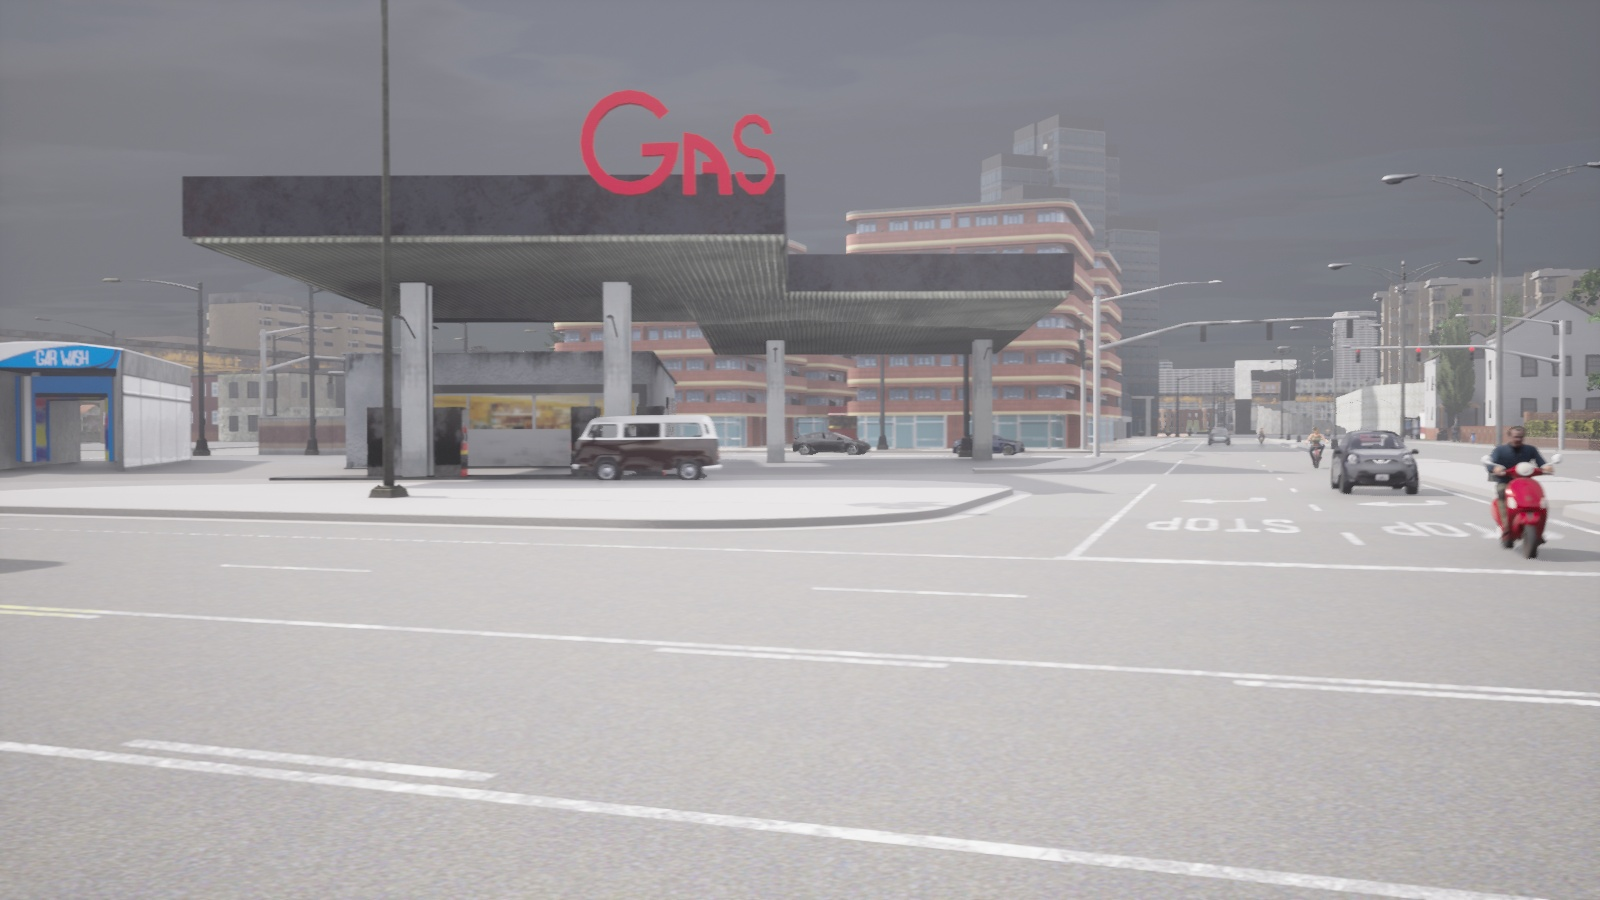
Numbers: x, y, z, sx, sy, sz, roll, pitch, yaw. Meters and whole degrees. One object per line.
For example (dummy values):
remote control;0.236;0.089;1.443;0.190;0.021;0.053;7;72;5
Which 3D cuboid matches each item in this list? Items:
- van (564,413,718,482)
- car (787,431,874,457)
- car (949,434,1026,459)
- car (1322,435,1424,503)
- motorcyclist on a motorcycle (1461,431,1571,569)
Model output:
van;-4.780;-0.082;38.282;4.480;2.038;2.069;0;1;-3
car;1.853;-0.382;75.836;4.792;1.488;2.163;1;1;17
car;10.894;-0.237;72.945;4.181;1.385;1.994;0;1;16
car;13.771;0.406;30.345;1.845;1.501;3.633;1;1;18
motorcyclist on a motorcycle;8.774;0.565;15.472;0.866;1.590;1.817;0;1;20
